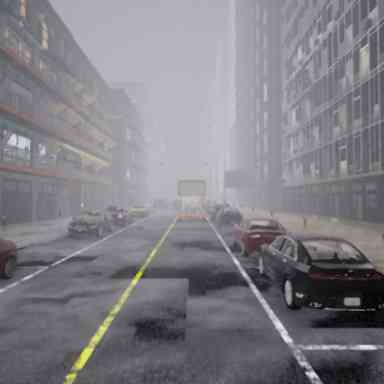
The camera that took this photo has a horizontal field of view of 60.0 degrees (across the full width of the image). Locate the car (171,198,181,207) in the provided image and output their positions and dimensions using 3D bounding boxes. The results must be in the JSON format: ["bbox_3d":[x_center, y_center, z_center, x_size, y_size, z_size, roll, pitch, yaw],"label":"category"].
[{"bbox_3d":[-3.026,2.146,64.566,1.882,1.535,5.008,0,-1,1],"label":"car"}]

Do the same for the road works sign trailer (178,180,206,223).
[{"bbox_3d":[-0.001,0.767,28.510,2.380,3.560,2.880,0,-1,0],"label":"road works sign trailer"}]

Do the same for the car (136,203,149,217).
[{"bbox_3d":[-5.680,1.905,35.870,1.752,1.417,4.829,1,-1,0],"label":"car"}]

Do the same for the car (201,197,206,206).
[{"bbox_3d":[2.700,1.937,47.341,1.967,1.590,4.097,1,-1,0],"label":"car"}]

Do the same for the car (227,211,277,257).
[{"bbox_3d":[2.701,1.688,13.434,1.887,1.381,4.507,1,-1,0],"label":"car"}]

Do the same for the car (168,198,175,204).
[{"bbox_3d":[-5.683,2.489,92.553,1.887,1.381,4.507,1,-1,0],"label":"car"}]

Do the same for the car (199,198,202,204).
[{"bbox_3d":[2.698,2.176,58.644,1.947,1.339,4.313,1,-1,0],"label":"car"}]

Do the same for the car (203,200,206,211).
[{"bbox_3d":[2.699,2.022,41.689,1.802,1.307,4.206,1,-1,0],"label":"car"}]

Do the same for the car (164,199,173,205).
[{"bbox_3d":[-5.683,2.400,81.249,1.947,1.339,4.313,1,-1,0],"label":"car"}]

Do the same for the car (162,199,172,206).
[{"bbox_3d":[-5.682,2.323,75.599,1.887,1.381,4.507,1,-1,0],"label":"car"}]

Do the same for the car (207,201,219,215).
[{"bbox_3d":[2.701,1.763,30.389,1.967,1.590,4.097,1,-1,0],"label":"car"}]

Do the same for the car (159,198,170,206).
[{"bbox_3d":[-5.680,2.162,69.947,1.967,1.590,4.097,1,-1,0],"label":"car"}]

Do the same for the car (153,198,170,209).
[{"bbox_3d":[-5.678,1.925,58.647,2.192,1.841,5.009,1,-1,0],"label":"car"}]

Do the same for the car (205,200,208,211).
[{"bbox_3d":[2.700,1.909,36.209,1.752,1.417,4.829,1,-1,0],"label":"car"}]

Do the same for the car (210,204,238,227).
[{"bbox_3d":[2.700,1.814,24.735,2.008,1.369,4.403,1,-1,0],"label":"car"}]

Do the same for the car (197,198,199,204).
[{"bbox_3d":[2.701,2.204,86.902,2.192,1.841,5.009,1,-1,0],"label":"car"}]

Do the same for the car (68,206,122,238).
[{"bbox_3d":[-5.680,1.754,19.085,2.008,1.369,4.403,1,-1,0],"label":"car"}]

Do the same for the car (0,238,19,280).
[{"bbox_3d":[-5.680,1.666,7.783,1.802,1.307,4.206,1,-1,0],"label":"car"}]

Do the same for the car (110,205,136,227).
[{"bbox_3d":[-5.678,1.703,24.737,1.967,1.590,4.097,1,-1,0],"label":"car"}]

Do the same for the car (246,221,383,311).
[{"bbox_3d":[2.701,1.635,7.782,2.008,1.369,4.403,1,-1,0],"label":"car"}]
